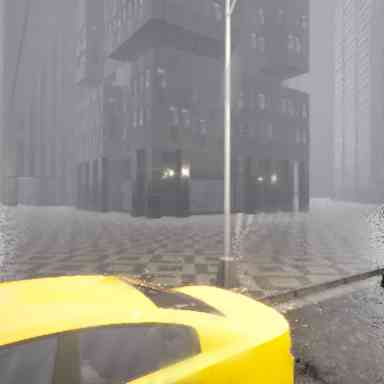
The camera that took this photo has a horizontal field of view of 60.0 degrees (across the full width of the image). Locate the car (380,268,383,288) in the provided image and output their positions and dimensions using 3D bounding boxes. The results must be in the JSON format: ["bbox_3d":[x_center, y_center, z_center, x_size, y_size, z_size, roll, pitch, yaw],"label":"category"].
[{"bbox_3d":[6.304,1.681,7.858,4.181,1.385,1.994,1,0,-35],"label":"car"}]

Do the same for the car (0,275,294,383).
[{"bbox_3d":[-1.391,1.479,2.374,5.008,1.535,1.882,1,-1,-35],"label":"car"}]
